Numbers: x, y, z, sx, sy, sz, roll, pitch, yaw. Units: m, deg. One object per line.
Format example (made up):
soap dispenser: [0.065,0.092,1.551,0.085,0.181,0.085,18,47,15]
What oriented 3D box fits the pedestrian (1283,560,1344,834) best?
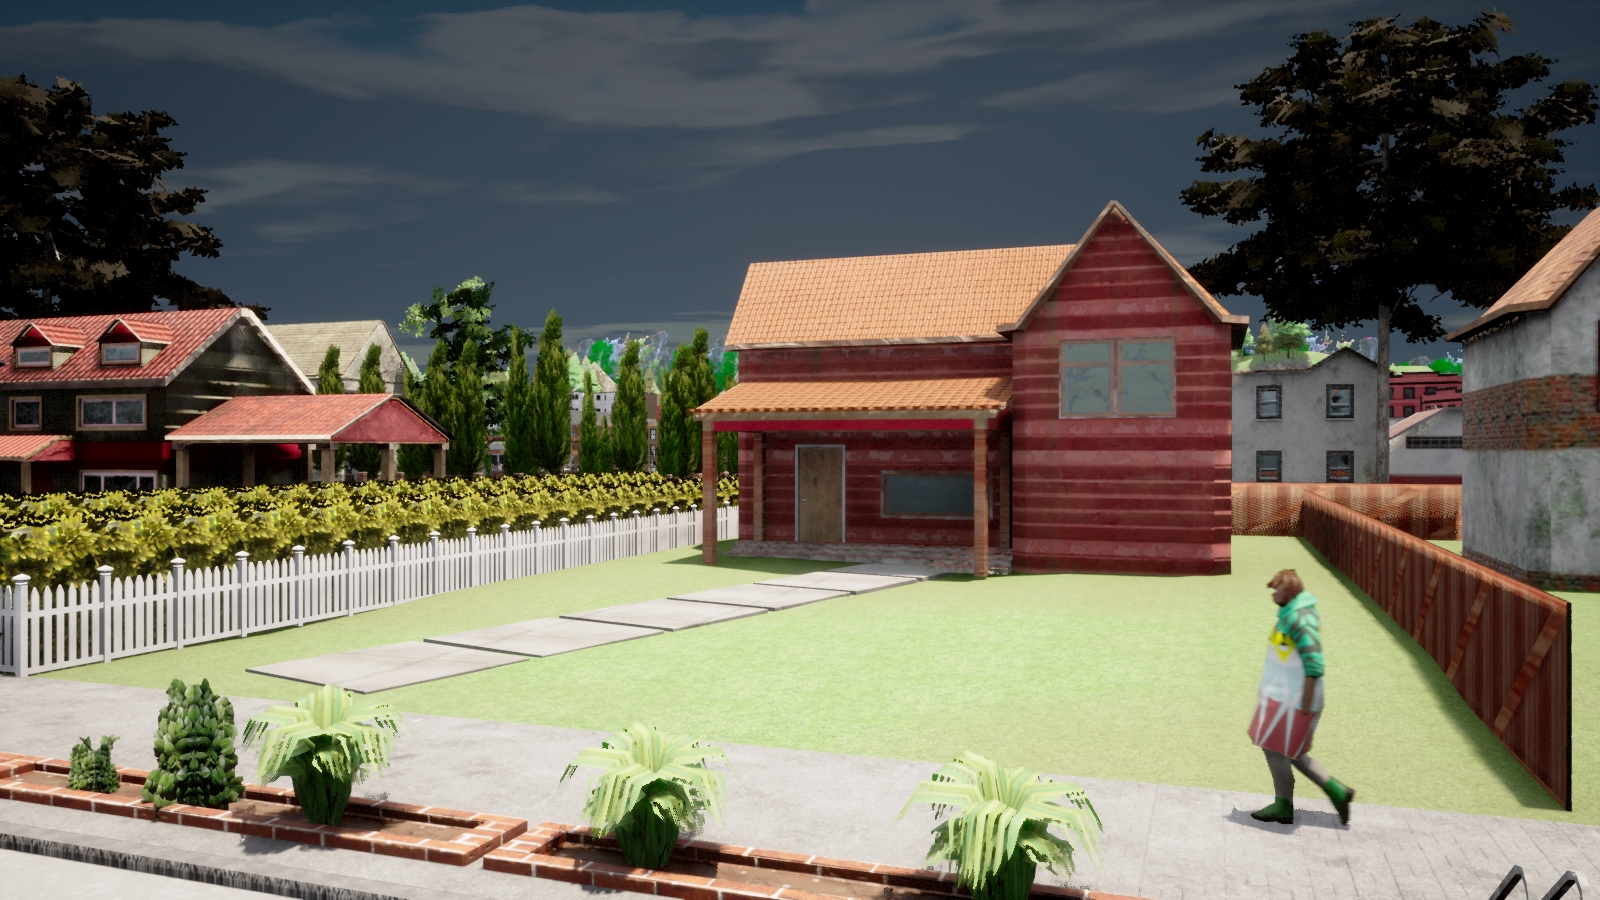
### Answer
pedestrian: [3.681,1.744,8.207,0.375,1.860,0.375,0,0,20]

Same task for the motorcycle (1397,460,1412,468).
motorcycle: [96.119,2.187,181.689,2.033,1.199,0.803,0,0,20]
